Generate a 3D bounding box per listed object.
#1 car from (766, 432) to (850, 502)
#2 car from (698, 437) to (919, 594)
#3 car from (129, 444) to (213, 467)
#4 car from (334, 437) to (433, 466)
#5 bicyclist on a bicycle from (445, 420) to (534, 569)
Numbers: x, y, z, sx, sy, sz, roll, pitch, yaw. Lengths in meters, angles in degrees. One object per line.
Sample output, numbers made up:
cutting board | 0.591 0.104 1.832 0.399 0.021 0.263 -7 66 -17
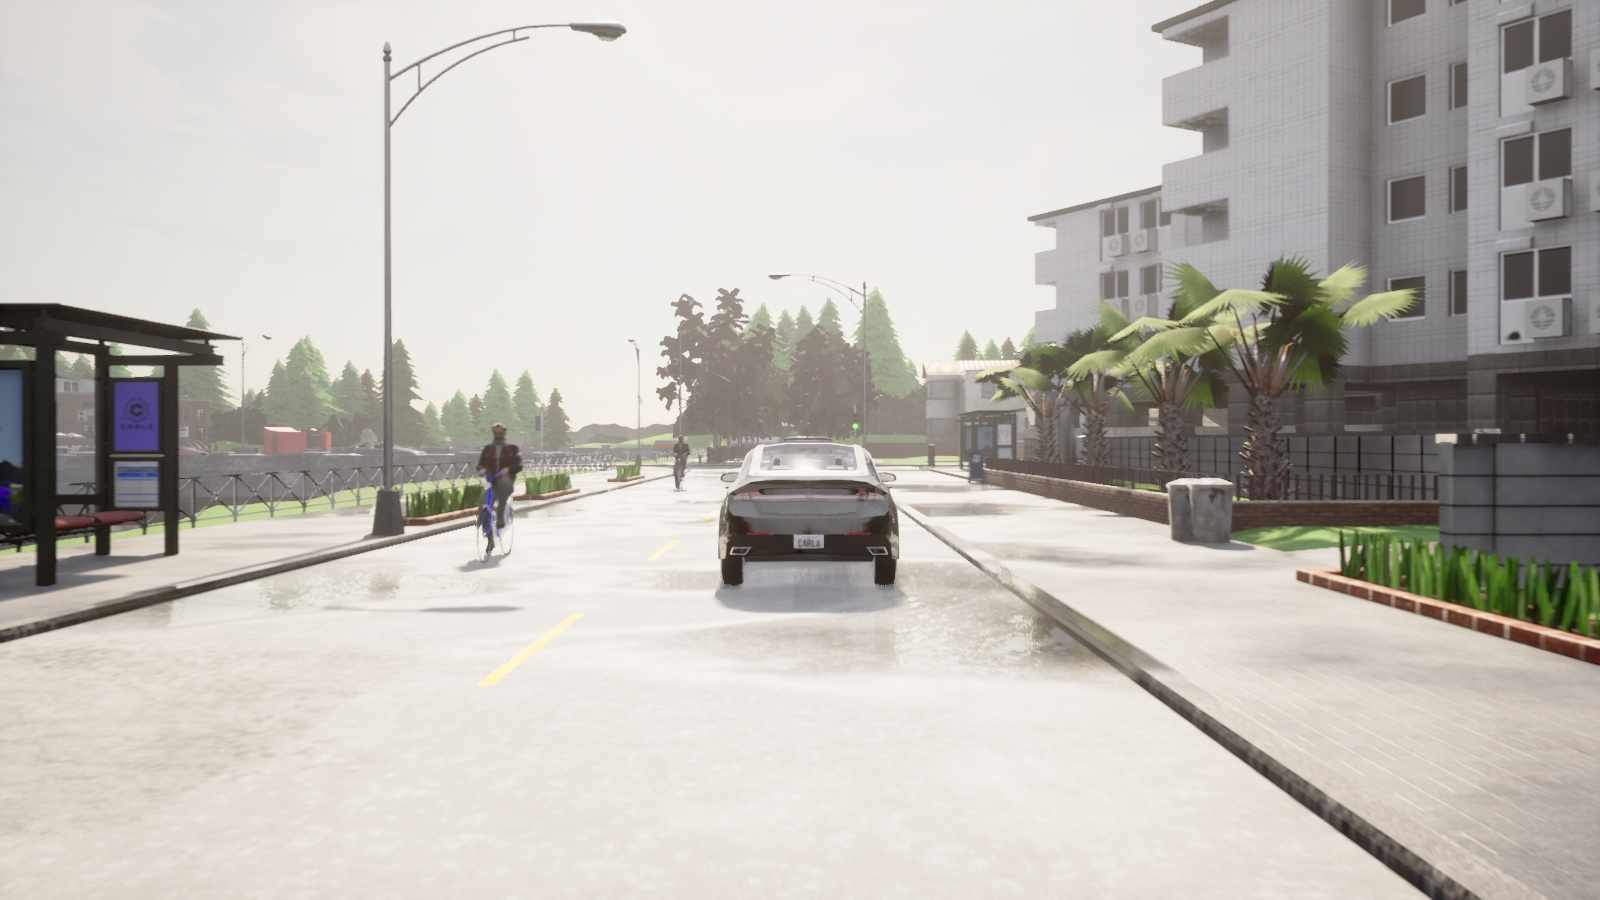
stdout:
car | 0.206 0.415 33.774 2.097 1.767 4.553 0 0 0
car | 0.098 0.621 14.545 2.128 1.511 4.902 0 0 0
car | -38.627 0.345 77.220 4.181 1.385 1.994 0 0 0
car | -24.230 0.094 73.137 5.027 1.651 2.152 0 0 0
bicyclist on a bicycle | -3.895 0.524 15.895 0.659 1.776 1.843 0 0 0
